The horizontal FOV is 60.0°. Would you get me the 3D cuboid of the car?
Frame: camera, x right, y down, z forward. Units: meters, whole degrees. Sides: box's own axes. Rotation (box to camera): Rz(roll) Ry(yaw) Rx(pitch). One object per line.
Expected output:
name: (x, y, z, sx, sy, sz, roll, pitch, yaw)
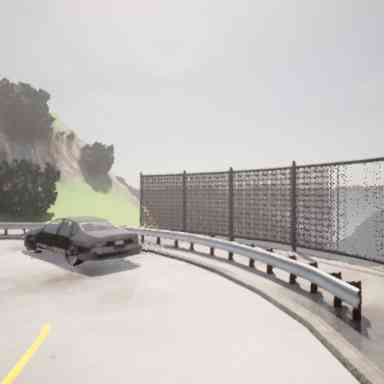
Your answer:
car: (-4.016, 1.564, 11.672, 5.357, 1.411, 2.033, 0, 0, 43)
